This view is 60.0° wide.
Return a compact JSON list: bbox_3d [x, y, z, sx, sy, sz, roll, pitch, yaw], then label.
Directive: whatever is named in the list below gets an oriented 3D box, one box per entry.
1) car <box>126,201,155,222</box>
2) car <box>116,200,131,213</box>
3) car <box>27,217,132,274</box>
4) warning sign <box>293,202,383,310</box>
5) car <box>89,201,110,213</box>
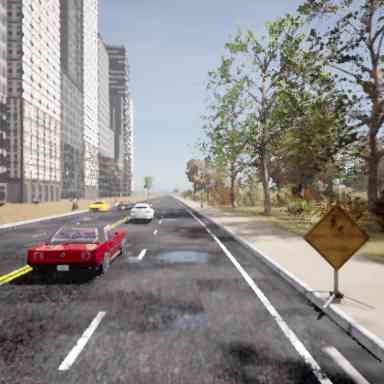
[{"bbox_3d":[-4.246,1.748,28.620,1.812,1.442,4.674,0,0,-3],"label":"car"},{"bbox_3d":[-8.623,1.840,43.385,2.128,1.511,4.902,0,0,-4],"label":"car"},{"bbox_3d":[-3.394,1.696,10.848,1.895,1.301,4.718,0,0,-1],"label":"car"},{"bbox_3d":[2.771,1.145,6.402,1.300,1.860,1.060,0,0,-1],"label":"warning sign"},{"bbox_3d":[-11.830,1.839,42.614,1.882,1.535,5.008,0,0,-4],"label":"car"}]
